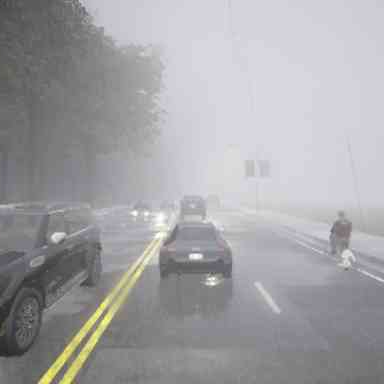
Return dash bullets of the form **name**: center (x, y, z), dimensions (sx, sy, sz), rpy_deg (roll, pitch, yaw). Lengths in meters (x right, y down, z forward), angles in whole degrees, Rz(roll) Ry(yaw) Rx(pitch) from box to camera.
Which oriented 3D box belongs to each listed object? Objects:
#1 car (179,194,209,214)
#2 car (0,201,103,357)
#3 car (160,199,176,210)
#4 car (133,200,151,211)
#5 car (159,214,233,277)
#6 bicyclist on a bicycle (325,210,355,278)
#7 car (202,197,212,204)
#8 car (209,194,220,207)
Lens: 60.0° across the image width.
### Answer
- **car**: center (0.093, 1.302, 28.961), dimensions (2.150, 2.045, 5.566), rpy_deg (0, 0, 0)
- **car**: center (-3.351, 1.238, 6.409), dimensions (2.150, 2.045, 5.566), rpy_deg (0, 0, 0)
- **car**: center (-3.342, 1.674, 46.517), dimensions (1.812, 1.442, 4.674), rpy_deg (0, 0, 0)
- **car**: center (-6.597, 1.739, 44.310), dimensions (1.895, 1.301, 4.718), rpy_deg (0, 0, 0)
- **car**: center (0.097, 1.591, 10.340), dimensions (1.994, 1.385, 4.181), rpy_deg (0, 0, 0)
- **bicyclist on a bicycle**: center (4.140, 1.395, 9.409), dimensions (0.659, 1.776, 1.843), rpy_deg (0, 0, 0)
- **car**: center (3.234, 1.839, 72.198), dimensions (1.994, 1.385, 4.181), rpy_deg (0, 0, 0)
- **car**: center (3.337, 1.410, 54.738), dimensions (2.150, 2.045, 5.566), rpy_deg (0, 0, 0)
